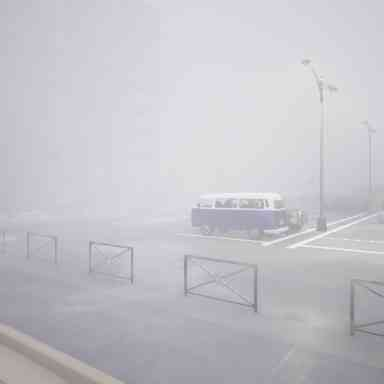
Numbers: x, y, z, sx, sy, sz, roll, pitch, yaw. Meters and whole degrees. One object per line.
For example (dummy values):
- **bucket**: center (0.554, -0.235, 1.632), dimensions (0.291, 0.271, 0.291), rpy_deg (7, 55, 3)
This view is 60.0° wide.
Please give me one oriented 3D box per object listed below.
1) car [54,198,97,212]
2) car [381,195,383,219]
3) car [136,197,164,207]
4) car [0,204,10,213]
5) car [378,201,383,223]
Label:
- **car**: center (-13.400, 1.422, 38.366), dimensions (1.882, 1.535, 5.008), rpy_deg (0, 0, 36)
- **car**: center (17.224, 1.153, 25.499), dimensions (4.605, 1.855, 1.932), rpy_deg (0, 0, 36)
- **car**: center (-6.075, 1.436, 48.540), dimensions (2.128, 1.511, 4.902), rpy_deg (0, 0, 36)
- **car**: center (-19.452, 1.492, 29.948), dimensions (2.033, 1.411, 5.357), rpy_deg (0, 0, 36)
- **car**: center (13.977, 1.395, 20.962), dimensions (3.806, 1.475, 1.970), rpy_deg (0, 0, 36)
